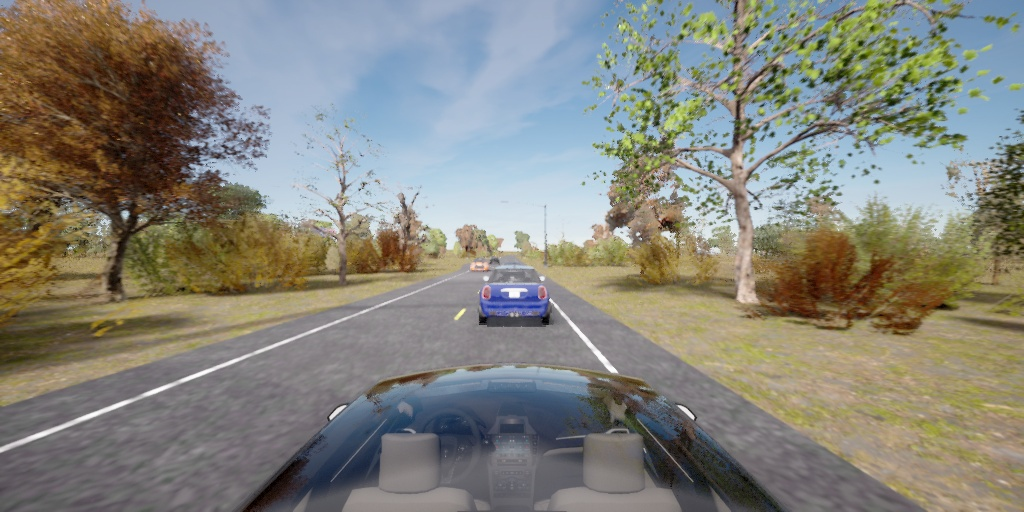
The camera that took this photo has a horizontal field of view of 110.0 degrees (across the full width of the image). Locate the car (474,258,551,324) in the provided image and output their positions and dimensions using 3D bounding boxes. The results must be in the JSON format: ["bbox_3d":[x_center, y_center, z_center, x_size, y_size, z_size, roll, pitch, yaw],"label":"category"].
[{"bbox_3d":[0.070,1.082,12.088,2.097,1.767,4.553,0,0,0],"label":"car"}]

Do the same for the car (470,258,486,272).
[{"bbox_3d":[-3.864,1.005,43.543,2.097,1.767,4.553,0,0,-2],"label":"car"}]
